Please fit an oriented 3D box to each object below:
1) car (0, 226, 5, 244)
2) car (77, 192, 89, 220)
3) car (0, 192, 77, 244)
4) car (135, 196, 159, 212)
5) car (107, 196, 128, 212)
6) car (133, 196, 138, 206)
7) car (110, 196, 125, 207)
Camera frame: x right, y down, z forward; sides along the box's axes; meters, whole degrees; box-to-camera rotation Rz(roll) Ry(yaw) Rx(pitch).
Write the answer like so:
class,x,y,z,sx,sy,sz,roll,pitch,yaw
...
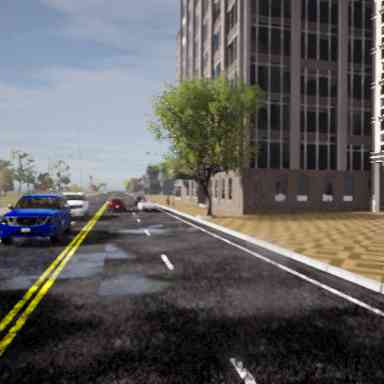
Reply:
class,x,y,z,sx,sy,sz,roll,pitch,yaw
car,-4.652,1.506,5.008,1.994,1.385,4.181,0,0,-13
car,-9.295,1.041,25.925,2.150,2.045,5.566,0,0,-12
car,-6.981,1.101,15.484,2.150,2.045,5.566,0,0,-13
car,-4.686,1.412,35.542,1.895,1.301,4.718,0,0,-12
car,-7.962,1.312,35.455,1.812,1.442,4.674,0,0,-12
car,-7.468,1.259,48.190,1.812,1.442,4.674,0,0,-12
car,-10.568,1.279,47.161,1.994,1.385,4.181,0,0,-12
